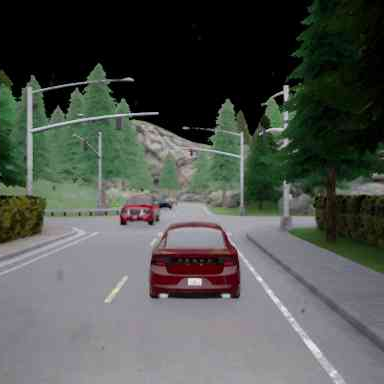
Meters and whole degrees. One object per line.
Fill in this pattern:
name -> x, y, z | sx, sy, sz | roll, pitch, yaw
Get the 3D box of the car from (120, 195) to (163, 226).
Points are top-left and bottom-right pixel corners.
car -> -3.586, 1.252, 23.750 | 2.150, 2.045, 5.566 | 0, 0, 0

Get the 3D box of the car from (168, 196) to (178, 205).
car -> -3.645, 1.442, 59.262 | 2.097, 1.767, 4.553 | 0, 0, -2

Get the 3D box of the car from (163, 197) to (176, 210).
car -> -3.576, 1.668, 44.252 | 1.895, 1.301, 4.718 | 0, 0, 0

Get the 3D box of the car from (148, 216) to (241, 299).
car -> 0.071, 1.491, 8.544 | 1.882, 1.535, 5.008 | 0, 0, 0
